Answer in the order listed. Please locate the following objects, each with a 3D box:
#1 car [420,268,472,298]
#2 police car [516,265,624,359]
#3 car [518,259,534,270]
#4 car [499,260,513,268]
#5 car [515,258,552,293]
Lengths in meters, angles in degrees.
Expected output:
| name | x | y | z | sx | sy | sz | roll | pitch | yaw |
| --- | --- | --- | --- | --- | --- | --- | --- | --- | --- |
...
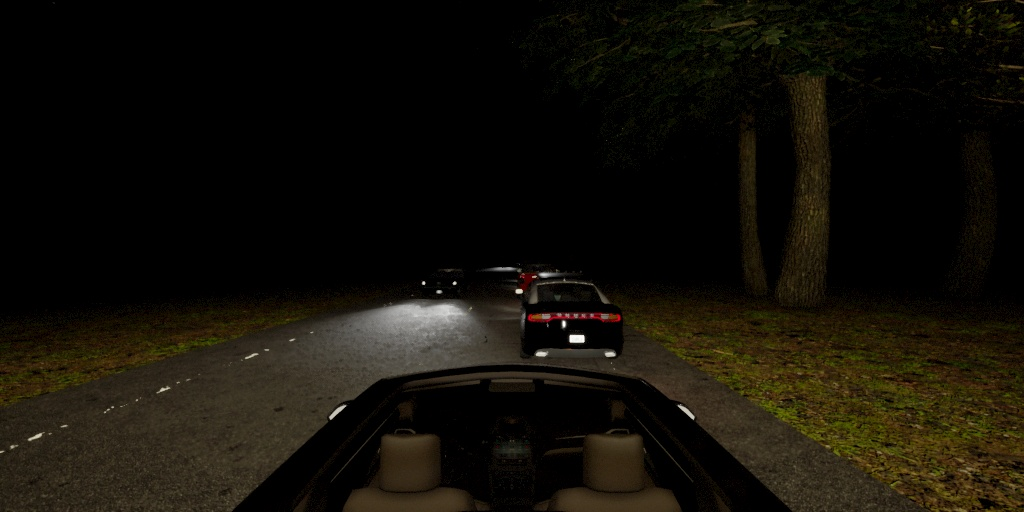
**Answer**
| name | x | y | z | sx | sy | sz | roll | pitch | yaw |
| --- | --- | --- | --- | --- | --- | --- | --- | --- | --- |
| car | -3.295 | 1.331 | 18.669 | 1.895 | 1.301 | 4.718 | 0 | 0 | 2 |
| police car | 1.119 | 1.170 | 8.549 | 1.930 | 1.638 | 5.238 | 0 | 0 | 1 |
| car | 2.018 | 1.231 | 50.941 | 2.033 | 1.411 | 5.357 | 0 | 0 | 4 |
| car | -0.965 | 1.263 | 59.645 | 1.895 | 1.301 | 4.718 | 0 | 0 | 5 |
| car | 1.330 | 1.084 | 18.370 | 2.097 | 1.767 | 4.553 | 0 | 0 | 2 |
